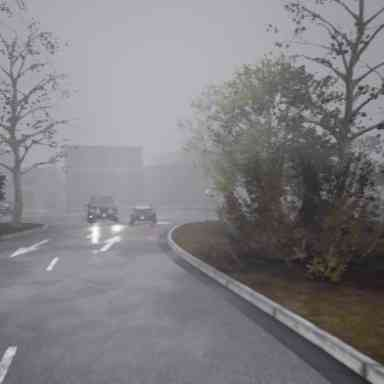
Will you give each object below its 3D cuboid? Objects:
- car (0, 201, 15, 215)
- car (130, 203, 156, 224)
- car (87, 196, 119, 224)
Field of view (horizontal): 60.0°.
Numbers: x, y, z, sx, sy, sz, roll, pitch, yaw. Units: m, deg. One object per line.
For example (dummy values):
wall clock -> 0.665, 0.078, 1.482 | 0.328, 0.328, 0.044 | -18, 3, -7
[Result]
car -> -21.947, 1.900, 39.987 | 2.185, 1.767, 4.553 | -2, 0, -16
car -> -3.703, 1.586, 25.284 | 1.812, 1.442, 4.674 | -1, 0, -7
car -> -7.216, 1.354, 26.761 | 2.150, 2.045, 5.566 | 0, 0, -18
